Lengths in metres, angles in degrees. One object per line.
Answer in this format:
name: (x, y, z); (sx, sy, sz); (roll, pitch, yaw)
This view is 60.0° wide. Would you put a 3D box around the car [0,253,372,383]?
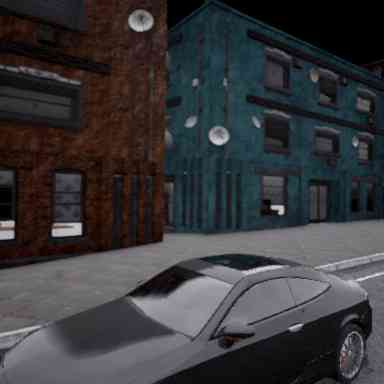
car: (0.333, 1.538, 3.922); (4.674, 1.442, 1.812); (0, 0, -35)
